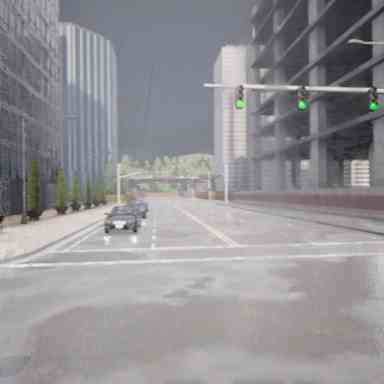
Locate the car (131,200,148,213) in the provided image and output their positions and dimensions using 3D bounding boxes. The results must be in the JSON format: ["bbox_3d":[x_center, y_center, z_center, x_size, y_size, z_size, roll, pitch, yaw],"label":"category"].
[{"bbox_3d":[-6.350,1.721,40.701,1.812,1.442,4.674,-1,0,-6],"label":"car"}]

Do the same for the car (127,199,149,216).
[{"bbox_3d":[-5.273,1.511,30.521,2.097,1.767,4.553,-1,0,-6],"label":"car"}]

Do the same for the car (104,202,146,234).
[{"bbox_3d":[-4.203,1.614,20.491,2.128,1.511,4.902,-1,0,-6],"label":"car"}]
